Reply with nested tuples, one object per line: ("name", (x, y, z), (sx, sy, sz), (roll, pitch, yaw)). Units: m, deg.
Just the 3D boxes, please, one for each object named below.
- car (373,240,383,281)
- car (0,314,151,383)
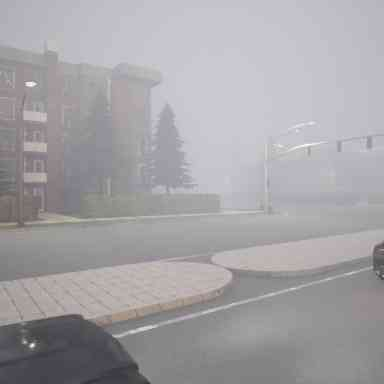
("car", (6.526, 1.505, 8.565), (4.892, 1.490, 1.837), (0, 0, -36))
("car", (-2.554, 1.601, 1.918), (4.718, 1.301, 1.895), (0, 0, -36))
